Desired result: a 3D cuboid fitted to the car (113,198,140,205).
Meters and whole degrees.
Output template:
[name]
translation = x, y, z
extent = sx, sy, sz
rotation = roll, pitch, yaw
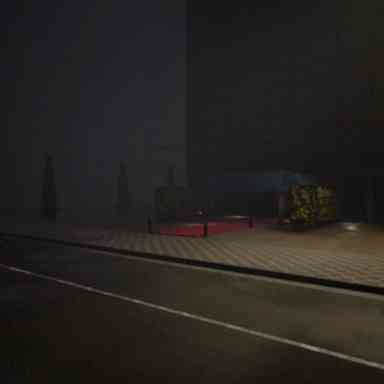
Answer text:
[car]
translation = -11.014, 1.593, 55.898
extent = 1.895, 1.301, 4.718
rotation = 0, 0, 36
